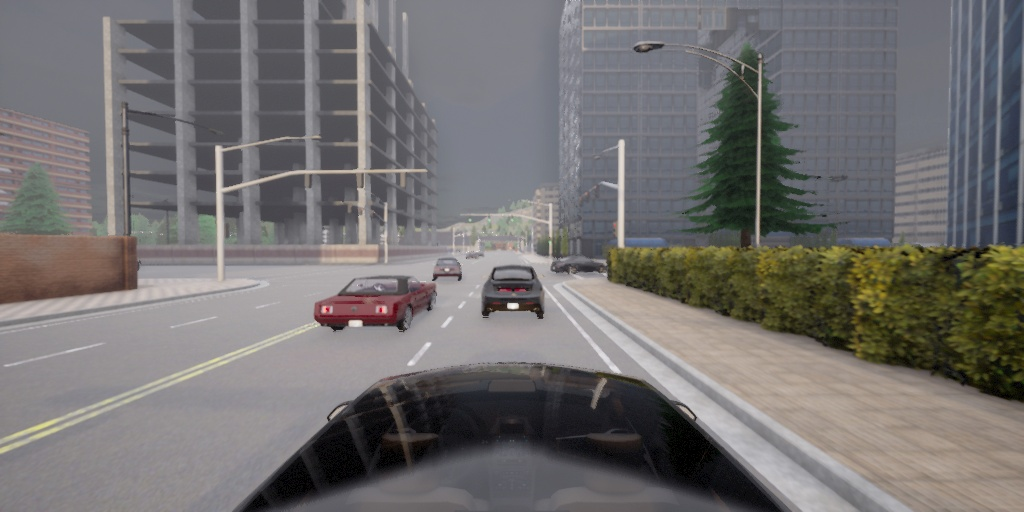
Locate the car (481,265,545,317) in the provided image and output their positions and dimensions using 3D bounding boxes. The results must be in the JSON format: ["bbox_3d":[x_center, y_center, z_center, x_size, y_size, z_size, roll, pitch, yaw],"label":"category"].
[{"bbox_3d":[0.028,1.037,11.992,1.837,1.490,4.892,0,1,0],"label":"car"}]

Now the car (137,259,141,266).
[{"bbox_3d":[-36.098,0.366,31.421,5.566,2.045,2.150,0,1,0],"label":"car"}]

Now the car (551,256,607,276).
[{"bbox_3d":[5.305,0.716,28.005,4.674,1.442,1.812,-1,0,-24],"label":"car"}]

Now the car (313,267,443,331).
[{"bbox_3d":[-3.471,1.174,10.191,1.895,1.301,4.718,0,1,0],"label":"car"}]

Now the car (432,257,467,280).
[{"bbox_3d":[-4.373,0.825,24.182,2.033,1.411,5.357,0,1,-10],"label":"car"}]
